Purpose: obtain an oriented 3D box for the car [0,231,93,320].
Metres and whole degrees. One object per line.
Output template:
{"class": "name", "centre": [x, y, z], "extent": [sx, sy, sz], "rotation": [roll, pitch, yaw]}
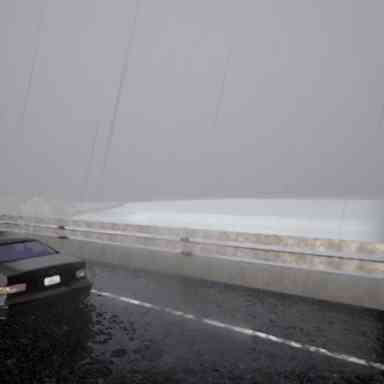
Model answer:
{"class": "car", "centre": [-4.454, 1.584, 7.199], "extent": [5.357, 1.411, 2.033], "rotation": [0, 0, 36]}
